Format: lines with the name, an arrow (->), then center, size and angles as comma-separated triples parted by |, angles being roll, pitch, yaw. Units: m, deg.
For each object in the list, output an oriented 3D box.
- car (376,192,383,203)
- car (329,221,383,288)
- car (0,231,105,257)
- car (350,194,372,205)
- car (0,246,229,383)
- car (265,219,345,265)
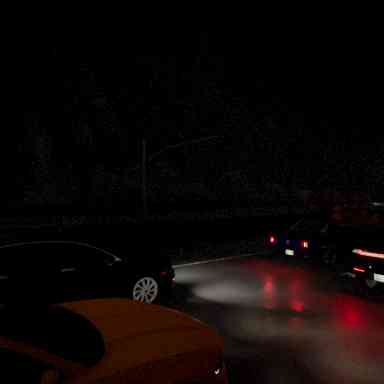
car -> 35.948, 0.948, 60.880 | 5.566, 2.045, 2.150 | 0, 0, -36
car -> 5.699, 1.482, 7.961 | 4.902, 1.511, 2.128 | 0, 0, -36
car -> -2.599, 1.504, 6.191 | 4.892, 1.490, 1.837 | 0, 0, -36
car -> 27.601, 1.132, 54.794 | 4.553, 1.767, 2.097 | 0, 0, -36
car -> -1.948, 1.477, 2.335 | 5.008, 1.535, 1.882 | 0, 0, -36
car -> 4.839, 1.590, 11.666 | 4.718, 1.301, 1.895 | 0, 0, -36
